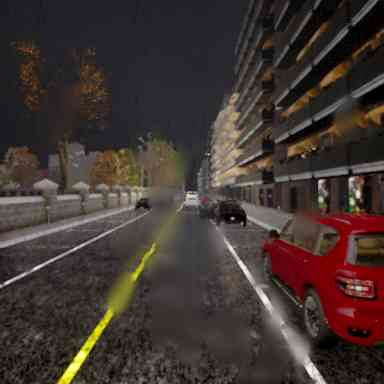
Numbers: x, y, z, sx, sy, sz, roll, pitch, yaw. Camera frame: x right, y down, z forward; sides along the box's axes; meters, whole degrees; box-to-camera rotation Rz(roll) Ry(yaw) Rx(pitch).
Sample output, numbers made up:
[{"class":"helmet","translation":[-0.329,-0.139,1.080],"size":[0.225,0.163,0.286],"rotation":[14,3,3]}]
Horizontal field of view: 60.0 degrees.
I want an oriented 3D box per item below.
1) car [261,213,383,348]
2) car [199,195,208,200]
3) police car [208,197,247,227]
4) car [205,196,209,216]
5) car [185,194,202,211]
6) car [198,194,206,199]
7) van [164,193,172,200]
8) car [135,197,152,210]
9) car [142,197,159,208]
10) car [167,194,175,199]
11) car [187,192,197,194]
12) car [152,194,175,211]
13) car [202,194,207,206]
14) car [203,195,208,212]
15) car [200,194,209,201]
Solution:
[{"class":"car","translation":[2.694,1.288,6.219],"size":[2.192,1.841,5.009],"rotation":[0,0,0]},{"class":"car","translation":[2.707,1.297,79.413],"size":[1.802,1.307,4.206],"rotation":[0,0,0]},{"class":"police car","translation":[2.371,1.332,22.040],"size":[1.930,1.638,5.238],"rotation":[0,0,0]},{"class":"car","translation":[2.699,1.408,34.372],"size":[2.008,1.369,4.403],"rotation":[0,0,0]},{"class":"car","translation":[0.037,1.342,44.227],"size":[1.812,1.442,4.674],"rotation":[0,0,0]},{"class":"car","translation":[2.709,1.252,90.674],"size":[1.947,1.339,4.313],"rotation":[0,0,0]},{"class":"van","translation":[-5.673,1.055,79.414],"size":[1.690,1.788,3.998],"rotation":[0,0,0]},{"class":"car","translation":[-5.680,1.399,40.005],"size":[1.947,1.339,4.313],"rotation":[0,0,0]},{"class":"car","translation":[-5.679,1.393,45.636],"size":[1.802,1.307,4.206],"rotation":[0,0,0]},{"class":"car","translation":[-5.671,1.252,90.675],"size":[1.947,1.339,4.313],"rotation":[0,0,0]},{"class":"car","translation":[0.015,0.983,62.038],"size":[2.150,2.045,5.566],"rotation":[0,0,0]},{"class":"car","translation":[-3.082,1.319,38.188],"size":[1.882,1.535,5.008],"rotation":[0,0,0]},{"class":"car","translation":[2.704,1.341,62.521],"size":[1.802,1.307,4.206],"rotation":[0,0,0]},{"class":"car","translation":[2.700,1.379,40.003],"size":[1.887,1.381,4.507],"rotation":[0,0,0]},{"class":"car","translation":[2.706,1.170,73.782],"size":[1.967,1.590,4.097],"rotation":[0,0,0]}]
